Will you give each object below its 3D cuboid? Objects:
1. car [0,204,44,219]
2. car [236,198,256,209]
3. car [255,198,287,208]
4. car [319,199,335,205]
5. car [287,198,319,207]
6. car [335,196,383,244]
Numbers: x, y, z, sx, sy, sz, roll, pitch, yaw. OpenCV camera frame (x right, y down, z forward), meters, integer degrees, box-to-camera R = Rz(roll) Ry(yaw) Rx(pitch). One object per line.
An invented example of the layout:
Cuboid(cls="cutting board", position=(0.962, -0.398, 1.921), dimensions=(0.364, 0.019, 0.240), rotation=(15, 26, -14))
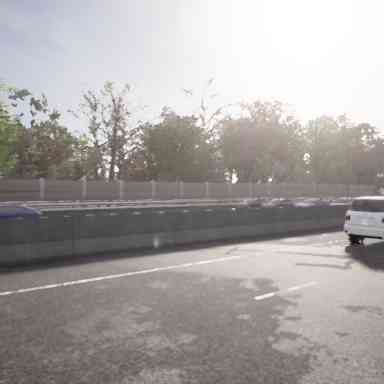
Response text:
Cuboid(cls="car", position=(-12.018, 1.522, 21.215), dimensions=(4.674, 1.442, 1.812), rotation=(0, 0, -35))
Cuboid(cls="car", position=(7.309, 1.469, 39.290), dimensions=(4.892, 1.490, 1.837), rotation=(0, 0, -35))
Cuboid(cls="car", position=(9.663, 1.468, 36.669), dimensions=(4.892, 1.490, 1.837), rotation=(0, 0, -35))
Cuboid(cls="car", position=(14.605, 1.314, 31.596), dimensions=(4.553, 1.767, 2.097), rotation=(0, 0, -35))
Cuboid(cls="car", position=(12.446, 1.440, 34.356), dimensions=(5.008, 1.535, 1.882), rotation=(0, 0, -35))
Cuboid(cls="car", position=(8.827, 1.198, 14.343), dimensions=(5.566, 2.045, 2.150), rotation=(0, 0, -35))
